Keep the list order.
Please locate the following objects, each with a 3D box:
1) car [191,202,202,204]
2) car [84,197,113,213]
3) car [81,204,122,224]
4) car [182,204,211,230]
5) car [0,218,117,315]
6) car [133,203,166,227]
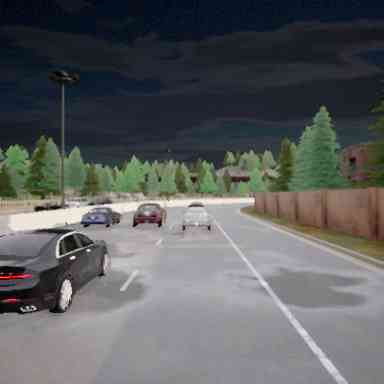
[{"bbox_3d":[0.556,1.936,39.509,1.837,1.490,4.892,0,-1,2],"label":"car"},{"bbox_3d":[-13.171,1.791,47.238,2.150,2.045,5.566,0,-1,6],"label":"car"},{"bbox_3d":[-6.672,1.845,24.919,2.033,1.411,5.357,0,-1,0],"label":"car"},{"bbox_3d":[0.300,1.778,23.003,1.812,1.442,4.674,0,-1,0],"label":"car"},{"bbox_3d":[-3.320,1.603,7.793,1.837,1.490,4.892,0,-1,0],"label":"car"},{"bbox_3d":[-3.166,1.645,25.685,2.097,1.767,4.553,0,-1,0],"label":"car"}]
